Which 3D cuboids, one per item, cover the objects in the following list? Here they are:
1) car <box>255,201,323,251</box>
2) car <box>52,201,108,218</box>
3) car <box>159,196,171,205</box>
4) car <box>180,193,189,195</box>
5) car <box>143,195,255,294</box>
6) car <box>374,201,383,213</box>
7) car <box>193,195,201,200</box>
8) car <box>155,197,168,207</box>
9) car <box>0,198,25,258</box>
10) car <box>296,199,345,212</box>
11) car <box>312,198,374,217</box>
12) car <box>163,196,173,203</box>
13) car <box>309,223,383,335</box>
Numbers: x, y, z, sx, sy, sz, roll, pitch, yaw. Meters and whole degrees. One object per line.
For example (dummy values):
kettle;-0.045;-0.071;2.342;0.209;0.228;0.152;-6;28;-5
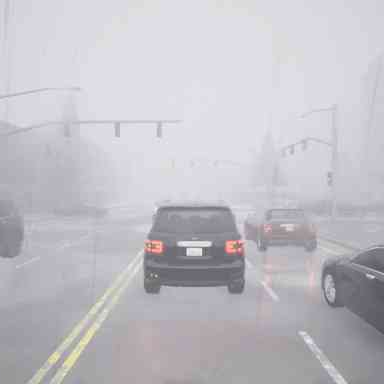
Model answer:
car;3.535;1.352;14.138;2.097;1.767;4.553;0;0;0
car;-9.723;1.525;29.042;4.674;1.442;1.812;0;0;-2
car;-4.904;1.478;61.307;1.882;1.535;5.008;0;0;-1
car;-1.795;1.496;80.194;1.837;1.490;4.892;0;0;-1
car;0.053;1.221;8.960;2.150;2.045;5.566;0;0;0
car;18.485;1.601;34.147;4.718;1.301;1.895;0;0;-2
car;1.461;1.553;90.341;1.994;1.385;4.181;0;0;-1
car;-4.704;1.526;51.917;1.812;1.442;4.674;0;0;-1
car;-7.094;1.221;9.763;2.150;2.045;5.566;0;0;0
car;14.435;1.505;37.539;4.892;1.490;1.837;0;0;-2
car;13.297;1.491;30.283;4.902;1.511;2.128;0;0;-2
car;-5.079;1.553;71.188;1.994;1.385;4.181;0;0;-1
car;3.607;1.505;5.057;1.837;1.490;4.892;0;0;0
